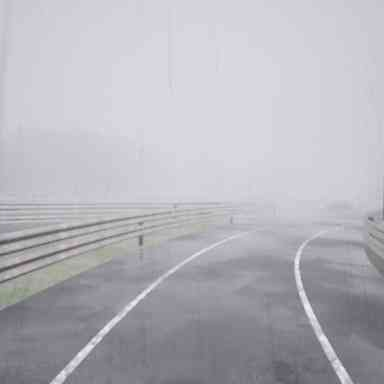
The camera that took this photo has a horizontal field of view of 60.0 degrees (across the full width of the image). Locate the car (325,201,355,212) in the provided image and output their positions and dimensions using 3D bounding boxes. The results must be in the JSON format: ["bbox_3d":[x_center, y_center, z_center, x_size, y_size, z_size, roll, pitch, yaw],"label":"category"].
[{"bbox_3d":[20.814,1.973,46.757,5.357,1.411,2.033,1,1,-38],"label":"car"}]

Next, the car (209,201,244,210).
[{"bbox_3d":[3.014,1.580,32.688,4.718,1.301,1.895,1,1,-39],"label":"car"}]
